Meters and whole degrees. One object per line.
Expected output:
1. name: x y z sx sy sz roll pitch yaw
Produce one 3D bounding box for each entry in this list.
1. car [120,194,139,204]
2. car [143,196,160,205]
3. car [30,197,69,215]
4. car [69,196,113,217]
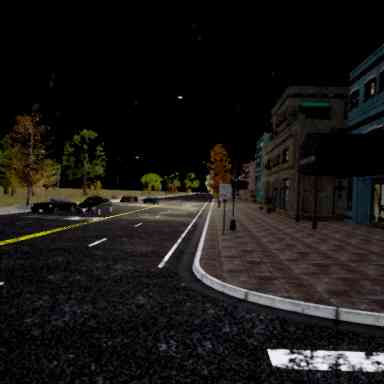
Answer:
1. car: -9.451 1.053 50.644 1.994 1.385 4.181 2 0 4
2. car: -6.195 1.222 50.636 1.895 1.301 4.718 2 0 4
3. car: -11.195 1.103 27.211 1.895 1.301 4.718 2 0 4
4. car: -7.927 1.140 27.344 1.837 1.490 4.892 2 0 4
